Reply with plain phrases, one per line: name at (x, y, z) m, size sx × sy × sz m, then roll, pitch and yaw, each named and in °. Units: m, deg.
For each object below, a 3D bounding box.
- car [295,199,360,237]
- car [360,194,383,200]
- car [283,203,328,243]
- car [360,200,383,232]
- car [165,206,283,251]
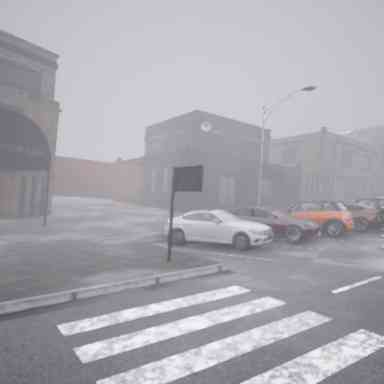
car at (5.796, 1.227, 17.117) m, size 4.553 × 1.767 × 2.185 m, roll -1°, pitch 0°, yaw 34°
car at (10.586, 1.177, 20.563) m, size 4.553 × 1.767 × 2.185 m, roll -1°, pitch 0°, yaw 34°
car at (3.408, 1.407, 15.398) m, size 4.792 × 1.488 × 2.163 m, roll -1°, pitch -1°, yaw 34°
car at (8.144, 1.358, 18.875) m, size 4.792 × 1.488 × 2.163 m, roll -1°, pitch 0°, yaw 34°
car at (0.989, 1.444, 13.687) m, size 4.674 × 1.452 × 2.002 m, roll -1°, pitch -1°, yaw 34°
